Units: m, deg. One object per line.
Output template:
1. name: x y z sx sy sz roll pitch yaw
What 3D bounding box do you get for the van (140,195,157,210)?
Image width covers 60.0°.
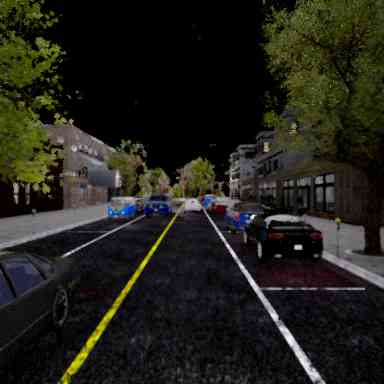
1. van: -5.692 1.318 43.659 1.690 1.788 3.998 1 0 0

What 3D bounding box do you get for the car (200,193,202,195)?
1. car: 2.680 1.391 71.390 1.967 1.590 4.097 1 0 0

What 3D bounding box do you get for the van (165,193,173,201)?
1. van: -5.715 1.277 82.461 1.690 1.788 3.998 1 0 0

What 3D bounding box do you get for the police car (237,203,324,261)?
1. police car: 3.129 1.420 12.379 1.930 1.638 5.238 0 0 0

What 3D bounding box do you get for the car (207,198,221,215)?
1. car: 2.689 1.567 32.588 1.802 1.307 4.206 1 0 0

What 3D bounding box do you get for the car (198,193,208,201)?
1. car: 2.692 1.252 82.476 2.192 1.841 5.009 1 0 0

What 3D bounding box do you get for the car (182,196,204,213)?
1. car: 0.052 1.508 35.904 1.812 1.442 4.674 0 0 0

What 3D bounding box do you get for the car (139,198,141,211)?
1. car: -5.691 1.421 38.117 1.967 1.590 4.097 1 0 0

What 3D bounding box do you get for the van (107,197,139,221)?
1. van: -5.687 1.329 27.030 1.690 1.788 3.998 1 0 0

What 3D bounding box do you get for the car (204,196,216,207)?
1. car: 2.688 1.506 38.301 1.752 1.417 4.829 1 0 0

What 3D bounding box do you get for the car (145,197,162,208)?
1. car: -5.696 1.524 49.203 2.008 1.369 4.403 1 0 0

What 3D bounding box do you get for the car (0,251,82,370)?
1. car: -3.069 1.546 4.179 2.033 1.411 5.357 0 0 1

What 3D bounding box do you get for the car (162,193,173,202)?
1. car: -5.700 1.259 76.919 2.192 1.841 5.009 1 0 0

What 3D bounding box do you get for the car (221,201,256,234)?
1. car: 3.106 1.345 19.240 2.097 1.767 4.553 0 0 0

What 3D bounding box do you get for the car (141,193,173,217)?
1. car: -3.105 1.206 31.549 2.150 2.045 5.566 0 0 0

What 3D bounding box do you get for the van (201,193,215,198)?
1. van: 2.687 1.314 49.219 1.690 1.788 3.998 1 0 0
